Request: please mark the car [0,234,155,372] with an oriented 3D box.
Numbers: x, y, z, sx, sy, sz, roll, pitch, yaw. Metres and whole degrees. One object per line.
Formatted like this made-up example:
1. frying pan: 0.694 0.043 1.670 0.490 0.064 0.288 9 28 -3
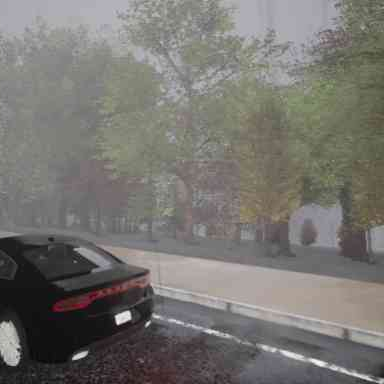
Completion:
1. car: -2.906 1.479 5.756 5.008 1.535 1.882 0 0 35
